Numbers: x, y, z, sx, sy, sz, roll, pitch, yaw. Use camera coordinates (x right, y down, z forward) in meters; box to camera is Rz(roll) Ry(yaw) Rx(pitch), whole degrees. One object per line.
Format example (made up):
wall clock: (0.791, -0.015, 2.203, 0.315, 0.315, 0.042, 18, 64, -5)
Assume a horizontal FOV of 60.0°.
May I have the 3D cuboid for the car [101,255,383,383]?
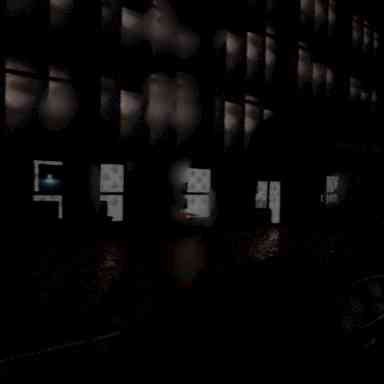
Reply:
car: (1.203, 1.506, 3.794, 4.313, 1.339, 1.947, 1, 1, -34)
